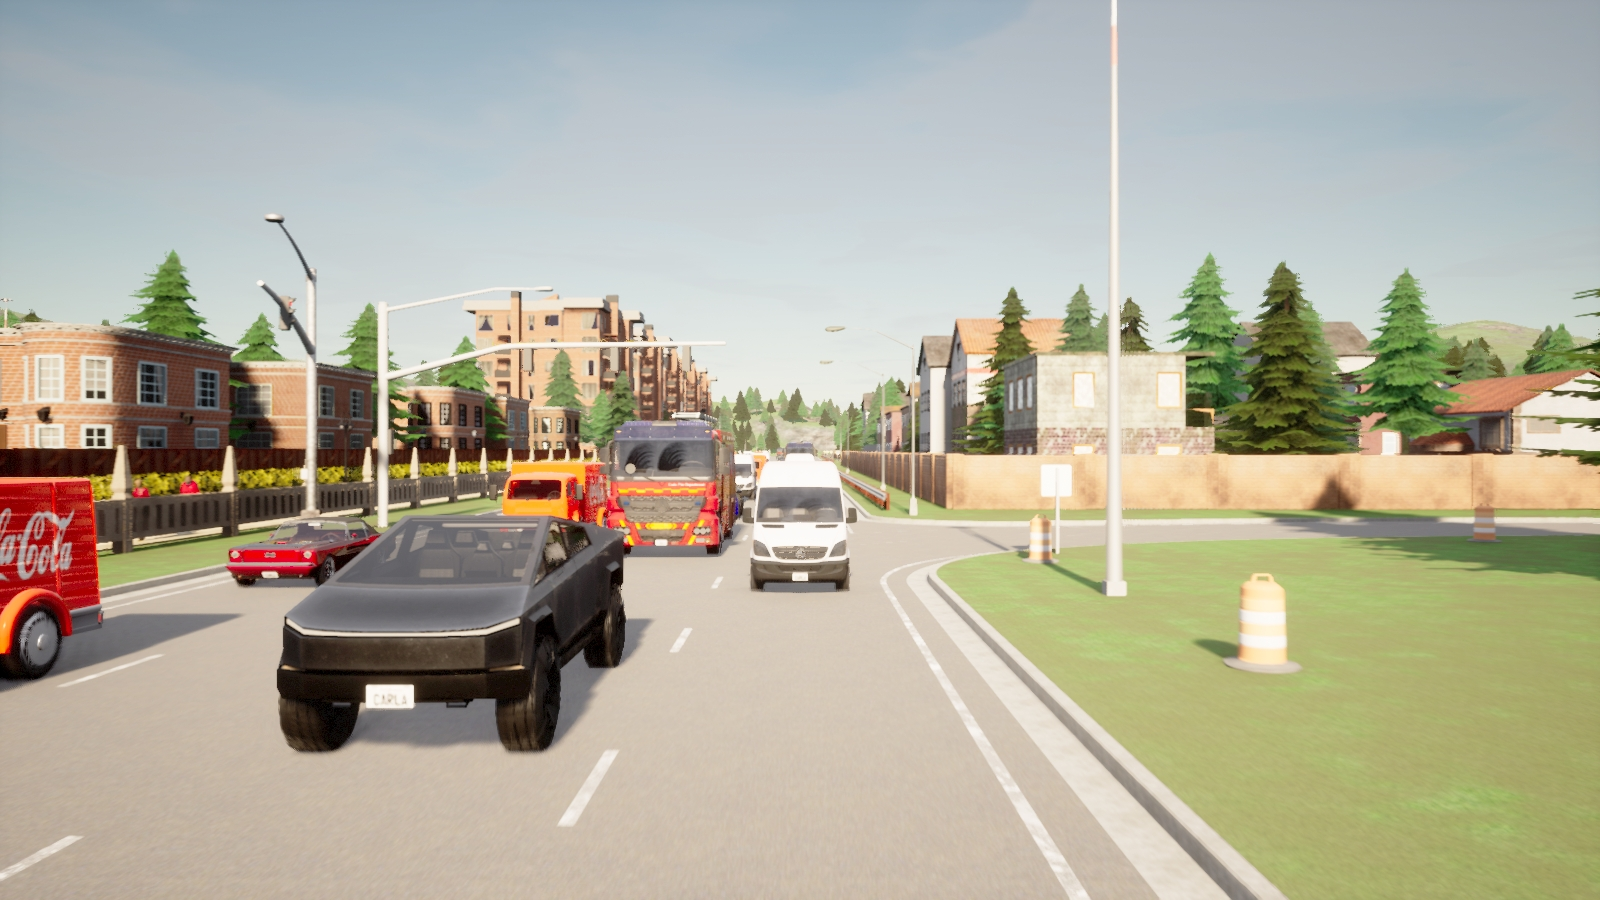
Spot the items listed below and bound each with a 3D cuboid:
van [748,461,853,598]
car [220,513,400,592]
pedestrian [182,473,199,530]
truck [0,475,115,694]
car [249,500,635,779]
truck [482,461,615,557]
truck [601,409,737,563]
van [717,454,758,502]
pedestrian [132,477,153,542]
[{"bbox_3d":[0.005,1.534,24.636,1.988,2.561,5.915,0,0,0],"label":"van"},{"bbox_3d":[-10.499,2.155,24.902,1.895,1.301,4.718,0,0,0],"label":"car"},{"bbox_3d":[-20.176,1.701,37.815,0.375,1.860,0.375,0,0,4],"label":"pedestrian"},{"bbox_3d":[-10.500,1.568,12.725,2.627,2.467,5.204,0,0,0],"label":"truck"},{"bbox_3d":[-3.500,1.753,12.864,2.390,2.098,6.274,0,0,0],"label":"car"},{"bbox_3d":[-7.002,1.569,32.524,2.627,2.467,5.204,0,0,0],"label":"truck"},{"bbox_3d":[-3.494,0.890,32.671,2.891,3.827,8.468,0,0,0],"label":"truck"},{"bbox_3d":[-3.496,1.534,64.564,1.988,2.561,5.915,0,0,0],"label":"van"},{"bbox_3d":[-18.955,1.702,32.936,0.375,1.860,0.375,0,0,1],"label":"pedestrian"}]
